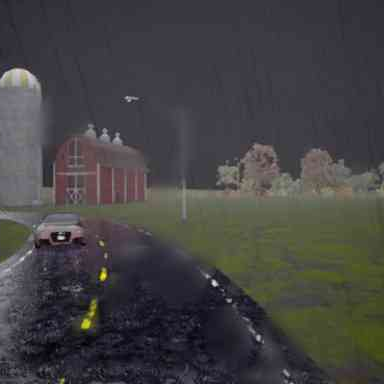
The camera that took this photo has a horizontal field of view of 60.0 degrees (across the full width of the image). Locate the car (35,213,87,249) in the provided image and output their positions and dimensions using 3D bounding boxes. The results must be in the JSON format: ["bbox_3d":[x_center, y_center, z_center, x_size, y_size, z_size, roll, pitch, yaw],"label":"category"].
[{"bbox_3d":[-5.875,1.639,15.042,1.994,1.385,4.181,0,0,-21],"label":"car"}]
